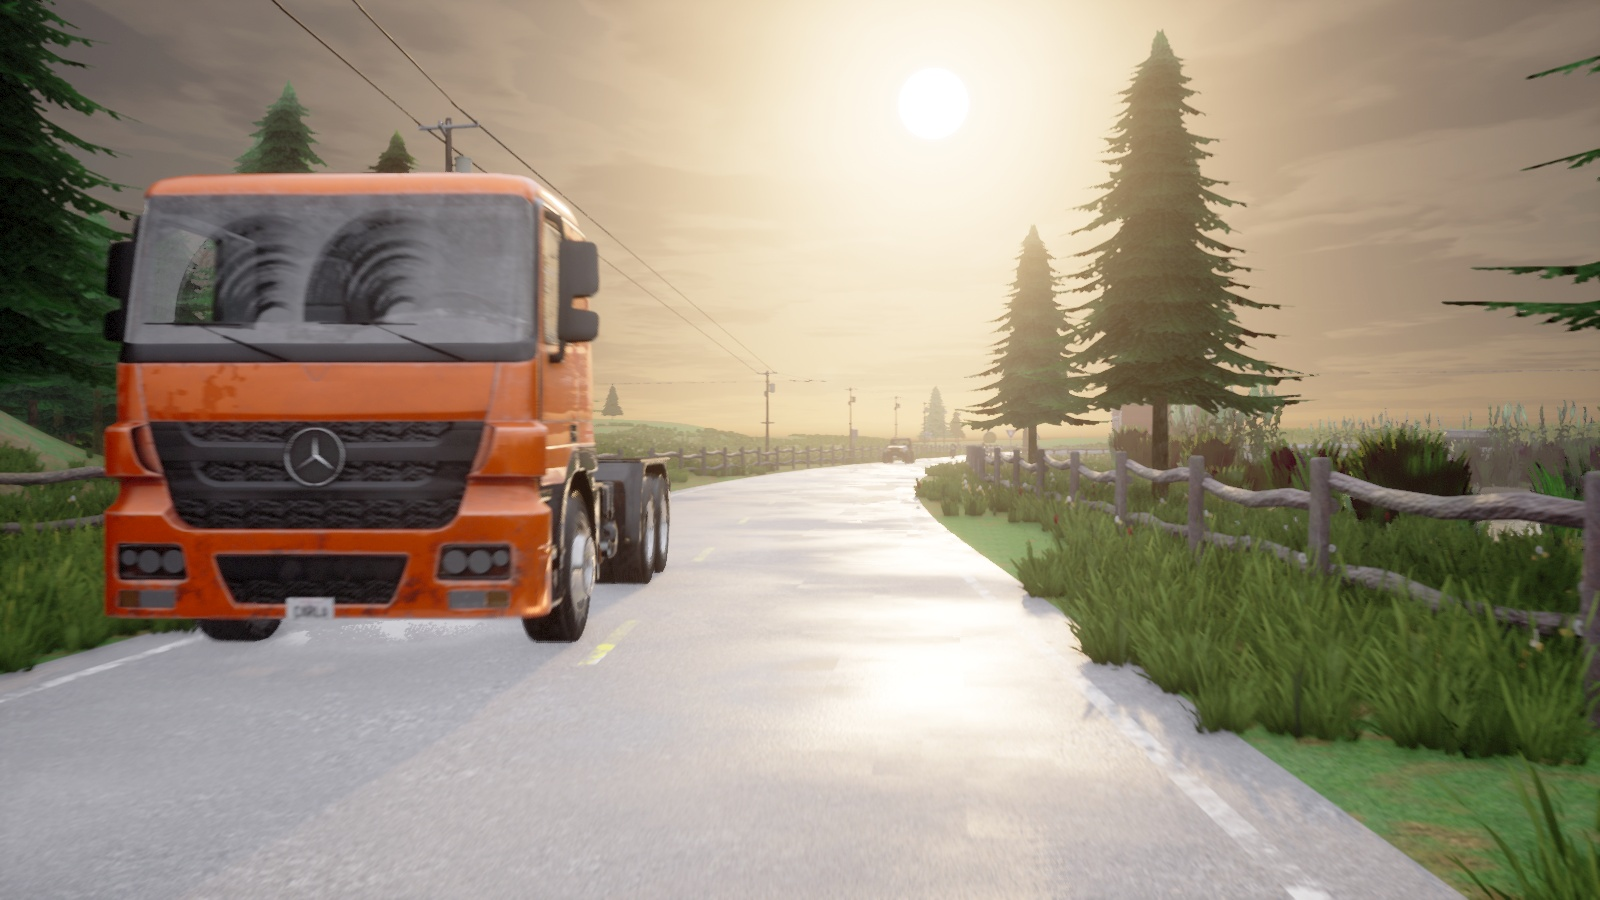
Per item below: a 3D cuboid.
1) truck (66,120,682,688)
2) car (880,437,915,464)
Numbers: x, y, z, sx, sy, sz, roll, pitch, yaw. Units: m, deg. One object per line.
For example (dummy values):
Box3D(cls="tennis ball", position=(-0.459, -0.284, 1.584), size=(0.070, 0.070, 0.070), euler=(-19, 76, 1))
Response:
Box3D(cls="truck", position=(-2.987, -0.304, 11.652), size=(2.891, 3.462, 7.936), euler=(0, 0, 1))
Box3D(cls="car", position=(7.076, 0.038, 90.612), size=(1.905, 1.878, 3.866), euler=(0, 0, 14))
